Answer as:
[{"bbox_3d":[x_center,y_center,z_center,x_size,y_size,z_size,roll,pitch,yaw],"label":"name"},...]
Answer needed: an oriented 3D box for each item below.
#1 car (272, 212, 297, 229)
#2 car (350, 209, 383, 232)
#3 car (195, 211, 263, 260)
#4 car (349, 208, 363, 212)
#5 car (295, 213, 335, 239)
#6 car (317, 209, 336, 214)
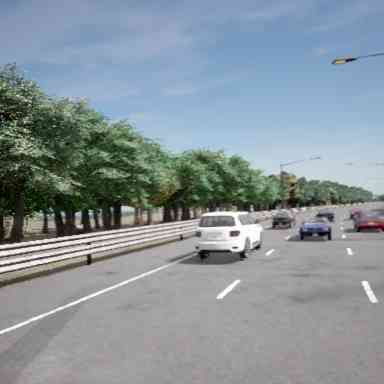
[{"bbox_3d":[9.135,2.772,32.861,1.837,1.490,4.892,-4,-3,24],"label":"car"},{"bbox_3d":[13.602,2.257,25.650,1.994,1.385,4.181,-4,-3,23],"label":"car"},{"bbox_3d":[1.931,1.961,15.985,2.150,2.045,5.566,-4,-3,22],"label":"car"},{"bbox_3d":[20.767,2.701,41.583,1.812,1.442,4.674,-4,-3,25],"label":"car"},{"bbox_3d":[8.268,2.358,22.067,1.895,1.301,4.718,-4,-3,23],"label":"car"},{"bbox_3d":[15.437,2.734,38.368,1.882,1.535,5.008,-4,-3,24],"label":"car"}]
